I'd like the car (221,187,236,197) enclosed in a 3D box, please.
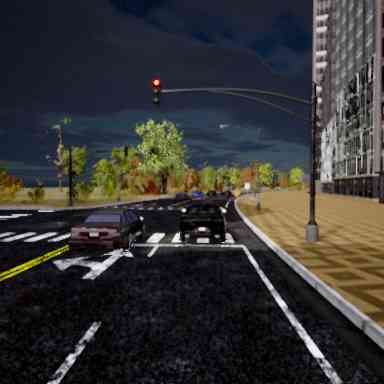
[{"bbox_3d":[7.653,0.356,71.095,1.882,1.535,5.008,0,1,12],"label":"car"}]

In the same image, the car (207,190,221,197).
[{"bbox_3d":[4.374,0.348,71.295,1.882,1.535,5.008,0,1,12],"label":"car"}]

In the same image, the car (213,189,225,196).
[{"bbox_3d":[6.617,0.112,81.400,2.033,1.411,5.357,0,1,14],"label":"car"}]

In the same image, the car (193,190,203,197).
[{"bbox_3d":[1.222,0.336,72.099,1.882,1.535,5.008,0,1,12],"label":"car"}]

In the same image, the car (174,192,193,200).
[{"bbox_3d":[-1.685,0.646,56.786,2.033,1.411,5.357,0,1,10],"label":"car"}]

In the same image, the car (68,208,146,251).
[{"bbox_3d":[-3.055,1.339,12.925,2.033,1.411,5.357,0,1,0],"label":"car"}]

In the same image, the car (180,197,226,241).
[{"bbox_3d":[0.542,1.232,15.251,1.882,1.535,5.008,0,1,3],"label":"car"}]

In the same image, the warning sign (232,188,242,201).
[{"bbox_3d":[6.647,0.339,49.122,1.300,1.860,1.060,0,1,8],"label":"warning sign"}]
